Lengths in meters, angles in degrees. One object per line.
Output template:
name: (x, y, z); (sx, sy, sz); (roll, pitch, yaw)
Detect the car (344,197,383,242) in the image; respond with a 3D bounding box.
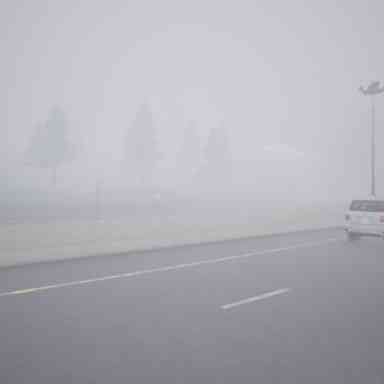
car: (9.241, 1.257, 15.586); (5.566, 2.045, 2.150); (0, 0, -40)

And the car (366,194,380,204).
car: (38.497, 1.378, 70.662); (2.150, 2.045, 5.566); (0, 0, 32)
